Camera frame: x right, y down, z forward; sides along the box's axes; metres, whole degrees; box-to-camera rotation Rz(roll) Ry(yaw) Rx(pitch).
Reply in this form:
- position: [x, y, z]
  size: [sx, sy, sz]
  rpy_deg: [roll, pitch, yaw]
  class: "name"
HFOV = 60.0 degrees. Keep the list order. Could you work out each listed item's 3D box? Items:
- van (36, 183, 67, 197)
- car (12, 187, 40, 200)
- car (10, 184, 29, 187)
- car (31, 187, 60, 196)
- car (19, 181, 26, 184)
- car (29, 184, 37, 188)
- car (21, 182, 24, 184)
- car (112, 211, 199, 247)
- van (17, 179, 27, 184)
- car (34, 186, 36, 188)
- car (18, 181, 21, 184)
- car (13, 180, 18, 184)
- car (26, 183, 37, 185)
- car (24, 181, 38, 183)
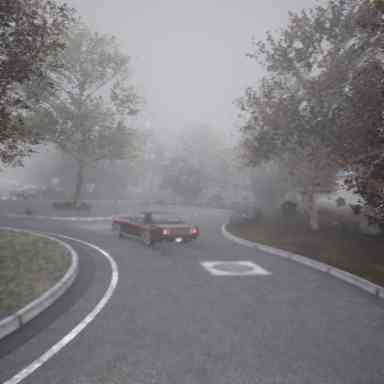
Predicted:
- position: [-23.920, 0.001, 57.470]
  size: [4.442, 1.987, 1.878]
  rpy_deg: [2, 2, -34]
  class: "van"
- position: [-24.836, 0.424, 49.621]
  size: [1.895, 1.301, 4.718]
  rpy_deg: [2, 1, -42]
  class: "car"
- position: [-29.962, -0.075, 57.554]
  size: [1.812, 1.442, 4.674]
  rpy_deg: [2, 2, -34]
  class: "car"
- position: [-28.438, -0.170, 64.467]
  size: [4.792, 1.488, 2.163]
  rpy_deg: [2, 2, -34]
  class: "car"
- position: [-36.174, -0.915, 75.963]
  size: [5.008, 1.535, 2.097]
  rpy_deg: [2, 2, -34]
  class: "car"
- position: [-27.073, -0.067, 62.044]
  size: [5.366, 1.575, 1.946]
  rpy_deg: [2, 2, -34]
  class: "car"
- position: [-34.632, -0.732, 73.662]
  size: [4.674, 1.452, 2.002]
  rpy_deg: [2, 2, -34]
  class: "car"
- position: [-1.783, 1.464, 14.382]
  size: [1.895, 1.301, 4.718]
  rpy_deg: [3, 0, -35]
  class: "car"
- position: [-39.145, -1.419, 80.633]
  size: [4.442, 1.987, 1.878]
  rpy_deg: [2, 2, -34]
  class: "van"
- position: [-25.354, 0.117, 59.860]
  size: [4.792, 1.488, 2.163]
  rpy_deg: [2, 2, -34]
  class: "car"
- position: [-37.718, -1.016, 78.270]
  size: [4.674, 1.452, 2.002]
  rpy_deg: [2, 2, -34]
  class: "car"
- position: [-42.364, -1.452, 85.164]
  size: [4.792, 1.488, 2.163]
  rpy_deg: [2, 2, -34]
  class: "car"
- position: [-30.007, -0.343, 66.749]
  size: [4.892, 1.521, 2.231]
  rpy_deg: [2, 2, -34]
  class: "car"
- position: [-33.053, -0.754, 71.374]
  size: [4.553, 1.767, 2.185]
  rpy_deg: [2, 2, -34]
  class: "car"
